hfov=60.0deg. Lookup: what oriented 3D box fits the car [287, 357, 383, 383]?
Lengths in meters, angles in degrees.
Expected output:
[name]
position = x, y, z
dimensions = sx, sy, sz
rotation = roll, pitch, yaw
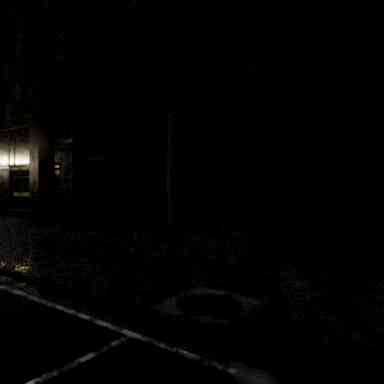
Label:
[car]
position = 2.465, 1.562, 1.206
dimensions = 4.507, 1.381, 1.887
rotation = 1, 0, 36
